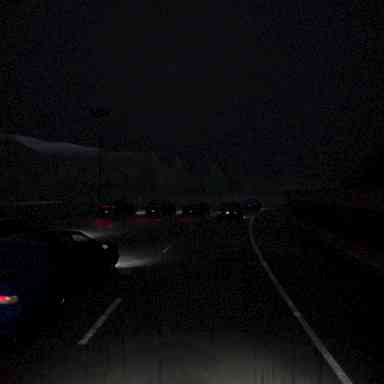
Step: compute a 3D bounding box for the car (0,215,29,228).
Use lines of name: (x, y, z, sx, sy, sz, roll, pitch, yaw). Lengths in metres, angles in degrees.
car: (-6.307, 1.474, 10.597, 2.128, 1.511, 4.902, 0, 0, 5)

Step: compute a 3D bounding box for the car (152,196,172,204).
car: (-5.879, 1.514, 64.905, 1.994, 1.385, 4.181, 0, 0, 26)

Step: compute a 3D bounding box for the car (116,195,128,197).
car: (-13.796, 1.443, 64.520, 1.837, 1.490, 4.892, 0, 0, 24)

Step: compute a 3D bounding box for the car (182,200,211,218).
car: (0.499, 1.465, 30.615, 1.882, 1.535, 5.008, 0, 0, 13)

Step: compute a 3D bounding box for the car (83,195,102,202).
car: (-18.388, 1.436, 62.797, 1.837, 1.490, 4.892, 0, 0, 23)

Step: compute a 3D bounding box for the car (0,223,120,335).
car: (-3.110, 1.538, 7.108, 2.033, 1.411, 5.357, 0, 0, 4)

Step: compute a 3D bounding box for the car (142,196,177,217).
car: (-2.851, 1.471, 31.619, 2.128, 1.511, 4.902, 0, 0, 13)

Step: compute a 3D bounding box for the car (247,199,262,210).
car: (7.662, 1.560, 42.391, 1.994, 1.385, 4.181, 0, 0, 19)

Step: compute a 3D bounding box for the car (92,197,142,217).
car: (-6.697, 1.464, 30.532, 2.128, 1.511, 4.902, 0, 0, 13)

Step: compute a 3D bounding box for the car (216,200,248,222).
car: (3.071, 1.542, 26.309, 2.033, 1.411, 5.357, 0, 0, 12)
